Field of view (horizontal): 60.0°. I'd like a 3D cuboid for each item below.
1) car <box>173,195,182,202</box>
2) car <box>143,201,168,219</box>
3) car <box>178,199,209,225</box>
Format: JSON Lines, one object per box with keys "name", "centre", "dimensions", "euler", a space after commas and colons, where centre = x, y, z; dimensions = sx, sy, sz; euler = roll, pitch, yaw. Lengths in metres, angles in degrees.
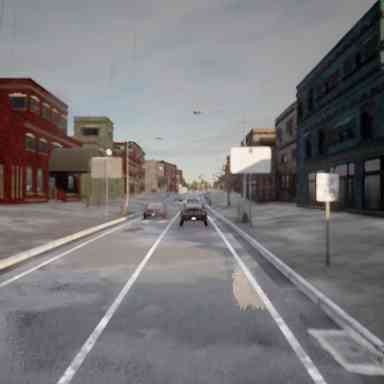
{"name": "car", "centre": [-2.959, 1.370, 70.813], "dimensions": [1.837, 1.490, 4.892], "euler": [0, 2, 0]}
{"name": "car", "centre": [-3.080, 1.549, 28.814], "dimensions": [1.812, 1.442, 4.674], "euler": [0, -1, 0]}
{"name": "car", "centre": [0.115, 1.478, 23.760], "dimensions": [1.837, 1.490, 4.892], "euler": [0, -1, 0]}
